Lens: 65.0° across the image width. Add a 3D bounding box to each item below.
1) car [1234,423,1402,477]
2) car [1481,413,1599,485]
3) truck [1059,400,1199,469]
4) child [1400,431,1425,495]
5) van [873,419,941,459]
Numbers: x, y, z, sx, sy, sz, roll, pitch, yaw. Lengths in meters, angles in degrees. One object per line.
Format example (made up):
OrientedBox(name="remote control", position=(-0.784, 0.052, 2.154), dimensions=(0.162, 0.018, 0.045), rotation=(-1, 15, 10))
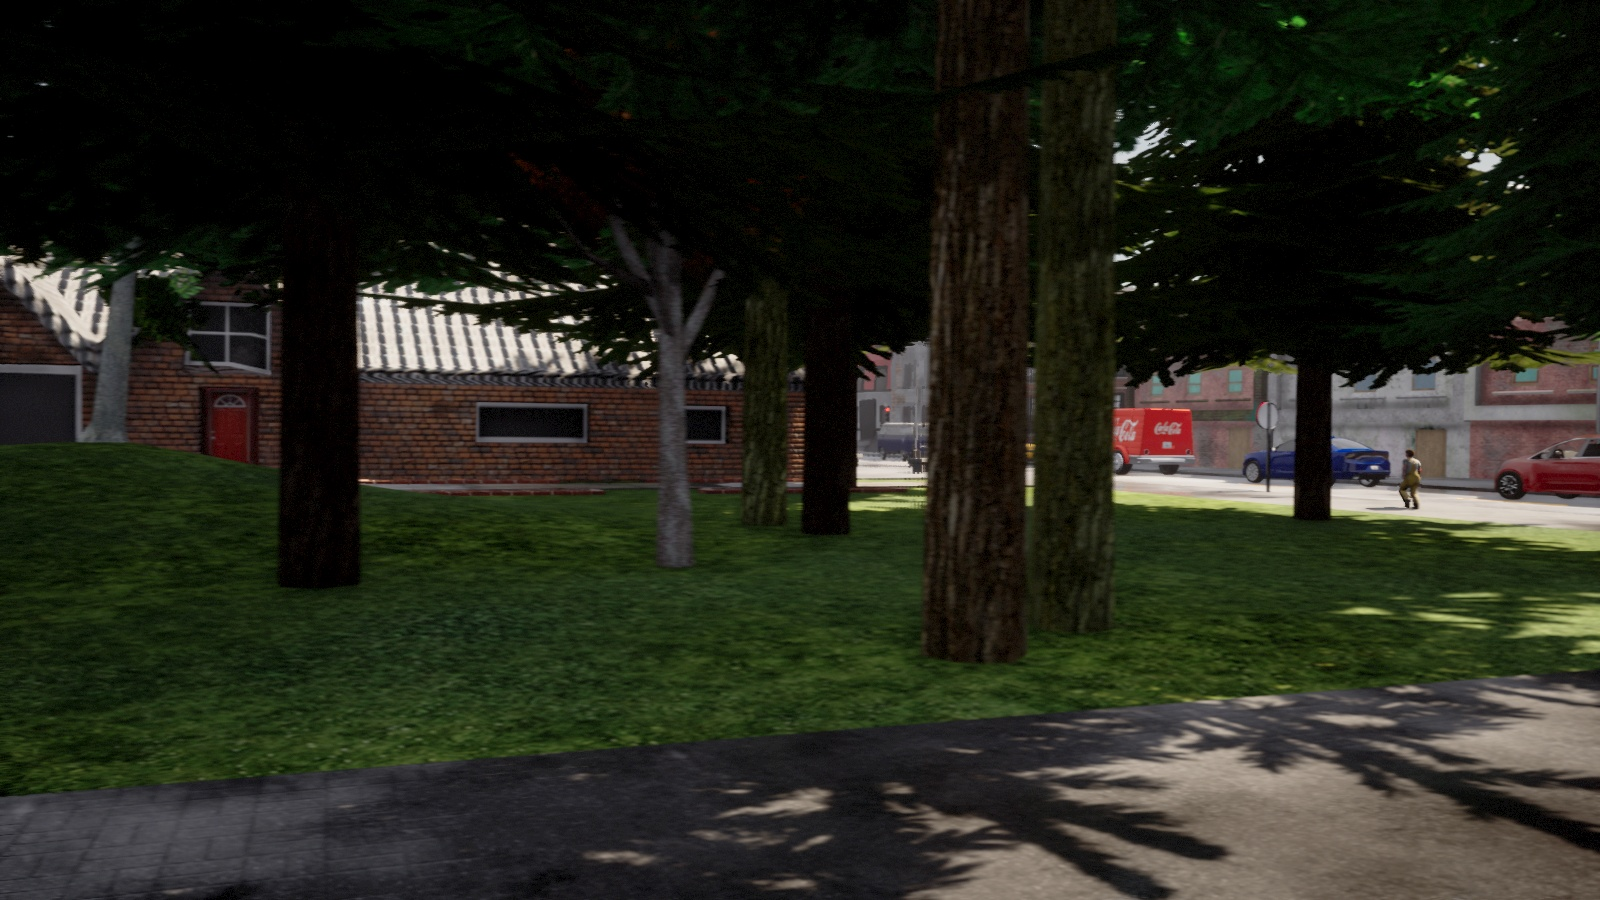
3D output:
OrientedBox(name="car", position=(15.840, -0.026, 38.735), dimensions=(1.882, 1.535, 5.008), rotation=(-1, 1, -20))
OrientedBox(name="car", position=(19.092, -0.053, 30.025), dimensions=(2.242, 1.667, 4.611), rotation=(-1, 1, -21))
OrientedBox(name="truck", position=(12.437, -0.602, 47.832), dimensions=(2.627, 2.467, 5.204), rotation=(-1, 1, -21))
OrientedBox(name="child", position=(12.118, 0.252, 24.855), dimensions=(0.270, 1.263, 0.437), rotation=(-1, 1, -4))
OrientedBox(name="van", position=(5.595, -0.586, 66.113), dimensions=(1.775, 1.987, 4.442), rotation=(-1, 1, -21))
